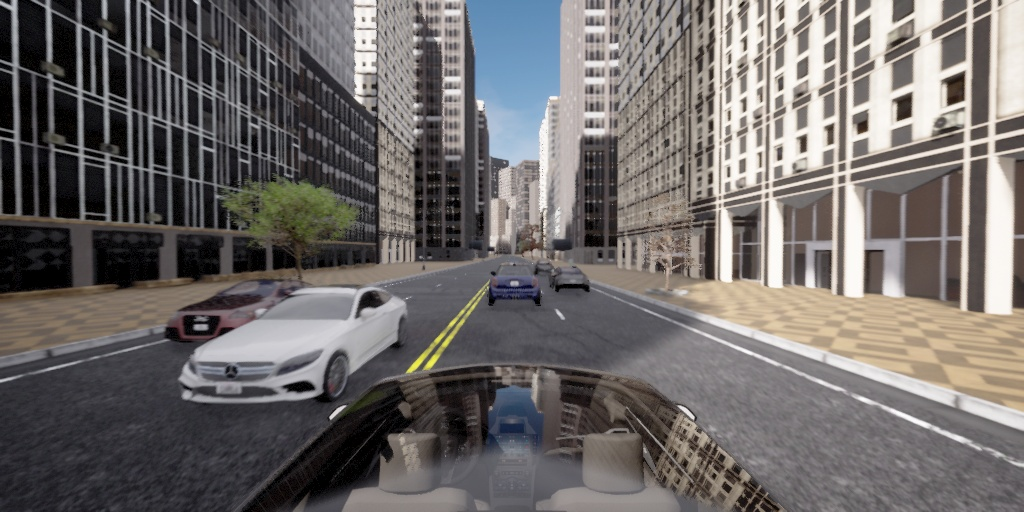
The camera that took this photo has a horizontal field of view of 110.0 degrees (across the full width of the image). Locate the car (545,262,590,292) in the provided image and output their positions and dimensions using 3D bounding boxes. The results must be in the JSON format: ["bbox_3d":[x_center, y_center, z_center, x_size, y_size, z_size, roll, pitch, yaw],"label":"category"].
[{"bbox_3d":[3.272,1.278,21.124,1.994,1.385,4.181,0,0,0],"label":"car"}]

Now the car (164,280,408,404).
[{"bbox_3d":[-3.263,1.267,6.487,1.812,1.442,4.674,0,0,0],"label":"car"}]

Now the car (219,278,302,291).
[{"bbox_3d":[-6.515,1.300,9.510,1.994,1.385,4.181,0,0,0],"label":"car"}]

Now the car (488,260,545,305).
[{"bbox_3d":[0.100,1.075,15.901,2.097,1.767,4.553,0,0,0],"label":"car"}]

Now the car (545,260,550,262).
[{"bbox_3d":[3.324,1.167,38.348,2.128,1.511,4.902,0,0,0],"label":"car"}]
